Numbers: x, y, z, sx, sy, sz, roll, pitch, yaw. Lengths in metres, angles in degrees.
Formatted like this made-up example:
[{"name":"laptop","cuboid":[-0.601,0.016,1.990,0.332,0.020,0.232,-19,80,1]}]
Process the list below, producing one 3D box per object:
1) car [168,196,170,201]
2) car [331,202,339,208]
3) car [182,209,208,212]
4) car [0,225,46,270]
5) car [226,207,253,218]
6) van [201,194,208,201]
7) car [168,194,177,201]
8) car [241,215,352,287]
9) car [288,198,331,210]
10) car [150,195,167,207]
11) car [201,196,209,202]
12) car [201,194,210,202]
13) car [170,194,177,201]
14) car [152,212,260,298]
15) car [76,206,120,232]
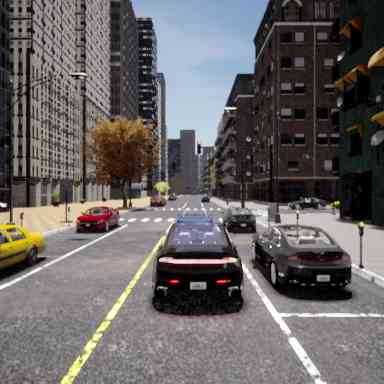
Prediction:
[{"name":"car","cuboid":[-5.404,1.603,58.089,1.947,1.339,4.313,0,0,0]},{"name":"car","cuboid":[19.017,1.256,39.516,4.829,1.417,1.752,-1,1,0]},{"name":"car","cuboid":[0.167,1.604,18.591,1.895,1.301,4.718,0,0,1]},{"name":"car","cuboid":[-5.649,1.526,8.943,1.752,1.417,4.829,0,0,0]},{"name":"car","cuboid":[2.787,1.554,20.137,2.008,1.369,4.403,0,0,0]},{"name":"van","cuboid":[3.114,1.419,85.662,1.690,1.788,3.998,0,0,0]},{"name":"car","cuboid":[-5.239,1.404,91.226,2.192,1.841,5.009,0,0,0]},{"name":"car","cuboid":[2.732,1.551,9.071,2.008,1.369,4.403,0,0,0]},{"name":"car","cuboid":[13.620,1.357,39.489,4.403,1.369,2.008,-1,1,0]},{"name":"car","cuboid":[-5.432,1.346,52.567,2.192,1.841,5.009,0,0,0]},{"name":"car","cuboid":[3.088,1.594,80.308,1.752,1.417,4.829,0,0,0]},{"name":"car","cuboid":[3.059,1.625,74.615,1.947,1.339,4.313,0,0,0]},{"name":"car","cuboid":[-5.266,1.644,85.704,1.947,1.339,4.313,0,0,0]},{"name":"car","cuboid":[0.130,1.492,8.473,2.128,1.511,4.902,0,0,0]},{"name":"car","cuboid":[-5.593,1.548,20.179,1.887,1.381,4.507,0,0,0]}]
